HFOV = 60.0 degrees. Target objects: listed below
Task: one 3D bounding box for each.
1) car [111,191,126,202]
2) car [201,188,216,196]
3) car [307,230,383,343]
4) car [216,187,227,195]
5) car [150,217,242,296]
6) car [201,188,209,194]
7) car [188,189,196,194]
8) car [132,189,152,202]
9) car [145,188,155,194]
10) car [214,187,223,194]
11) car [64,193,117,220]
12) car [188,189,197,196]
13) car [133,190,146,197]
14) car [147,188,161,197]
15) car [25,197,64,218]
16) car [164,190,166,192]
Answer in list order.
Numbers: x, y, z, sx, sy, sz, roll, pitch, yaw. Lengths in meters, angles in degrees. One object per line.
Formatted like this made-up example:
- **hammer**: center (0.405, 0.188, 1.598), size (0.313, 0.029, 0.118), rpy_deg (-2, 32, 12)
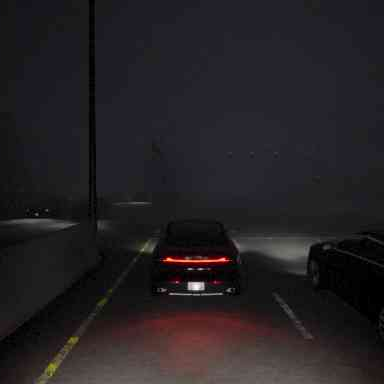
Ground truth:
- **car**: center (-10.587, 0.597, 46.979), size (1.882, 1.535, 5.008), rpy_deg (0, 1, 0)
- **car**: center (3.536, -0.047, 73.481), size (2.097, 1.767, 4.553), rpy_deg (0, 1, 0)
- **car**: center (3.567, 1.413, 5.814), size (2.128, 1.511, 4.902), rpy_deg (0, 1, 0)
- **car**: center (7.016, -0.160, 79.071), size (2.097, 1.767, 4.553), rpy_deg (0, 1, 0)
- **car**: center (0.078, 1.379, 8.325), size (1.837, 1.490, 4.892), rpy_deg (0, 1, 0)
- **car**: center (3.519, -0.243, 90.818), size (1.837, 1.490, 4.892), rpy_deg (0, 1, 1)
- **car**: center (0.018, -0.153, 88.271), size (2.033, 1.411, 5.357), rpy_deg (0, 1, 0)
- **car**: center (-7.088, 0.701, 46.081), size (1.994, 1.385, 4.181), rpy_deg (0, 1, 0)
- **car**: center (-10.483, -0.371, 82.851), size (1.812, 1.442, 4.674), rpy_deg (0, 1, 0)
- **car**: center (7.018, -0.448, 88.238), size (2.097, 1.767, 4.553), rpy_deg (0, 1, 0)
- **car**: center (-7.096, 1.052, 23.881), size (1.882, 1.535, 5.008), rpy_deg (0, 1, 0)
- **car**: center (0.055, 0.127, 72.621), size (2.128, 1.511, 4.902), rpy_deg (0, 1, 0)
- **car**: center (-10.498, 0.328, 66.939), size (1.895, 1.301, 4.718), rpy_deg (0, 1, 0)
- **car**: center (-7.029, 0.314, 63.786), size (1.812, 1.442, 4.674), rpy_deg (0, 1, 1)
- **car**: center (-10.596, 1.093, 25.350), size (2.033, 1.411, 5.357), rpy_deg (0, 1, 0)
- **car**: center (-6.984, 0.067, 78.632), size (1.895, 1.301, 4.718), rpy_deg (0, 1, 0)
